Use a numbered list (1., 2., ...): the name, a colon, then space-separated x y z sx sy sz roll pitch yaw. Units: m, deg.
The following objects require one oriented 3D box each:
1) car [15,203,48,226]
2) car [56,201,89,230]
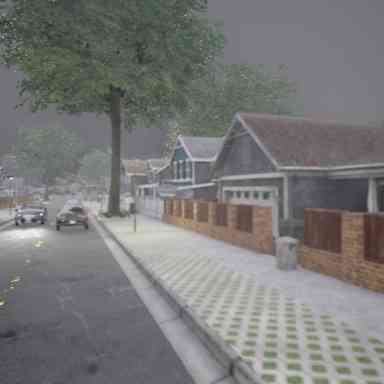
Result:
1. car: -11.648 1.543 24.322 2.128 1.511 4.902 -1 0 -20
2. car: -7.559 1.540 21.180 1.812 1.442 4.674 -1 0 -19
